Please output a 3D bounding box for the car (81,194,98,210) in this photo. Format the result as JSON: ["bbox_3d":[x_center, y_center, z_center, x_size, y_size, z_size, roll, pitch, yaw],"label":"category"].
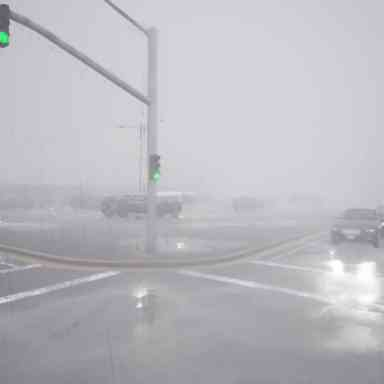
[{"bbox_3d":[-10.286,1.285,38.441,1.784,1.438,3.905,0,0,37],"label":"car"}]

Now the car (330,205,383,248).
[{"bbox_3d":[7.757,1.516,15.213,2.128,1.511,4.902,0,0,37],"label":"car"}]

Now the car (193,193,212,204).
[{"bbox_3d":[2.554,1.055,69.449,1.905,1.878,3.866,0,0,37],"label":"car"}]

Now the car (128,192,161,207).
[{"bbox_3d":[-7.907,1.048,55.396,1.932,1.855,4.605,0,0,37],"label":"car"}]

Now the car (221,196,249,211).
[{"bbox_3d":[5.688,1.353,45.362,1.970,1.475,3.806,0,0,37],"label":"car"}]

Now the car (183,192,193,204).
[{"bbox_3d":[0.240,1.284,71.190,1.970,1.475,3.806,0,0,37],"label":"car"}]

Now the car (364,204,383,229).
[{"bbox_3d":[13.035,1.591,22.335,1.994,1.385,4.181,0,0,37],"label":"car"}]

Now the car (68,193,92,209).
[{"bbox_3d":[-12.466,1.065,40.005,1.932,1.855,4.605,0,0,37],"label":"car"}]

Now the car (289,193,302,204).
[{"bbox_3d":[18.304,1.128,57.743,1.905,1.878,3.866,0,0,37],"label":"car"}]

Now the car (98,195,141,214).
[{"bbox_3d":[-7.967,1.328,36.709,1.970,1.475,3.806,0,0,37],"label":"car"}]

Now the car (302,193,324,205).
[{"bbox_3d":[20.591,1.136,55.968,1.932,1.855,4.605,0,0,37],"label":"car"}]
